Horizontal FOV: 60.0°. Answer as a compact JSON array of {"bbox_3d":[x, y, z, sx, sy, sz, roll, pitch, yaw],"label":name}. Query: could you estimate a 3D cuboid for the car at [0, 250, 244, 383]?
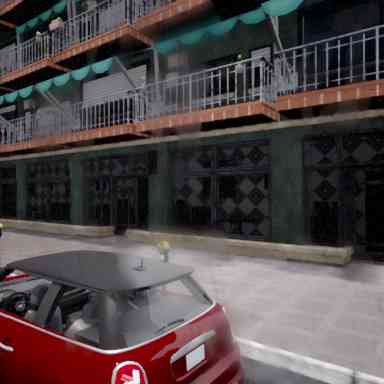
[{"bbox_3d":[-1.550,1.440,3.977,4.097,1.590,1.967,0,0,35],"label":"car"}]
